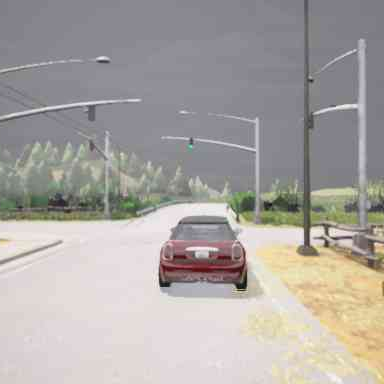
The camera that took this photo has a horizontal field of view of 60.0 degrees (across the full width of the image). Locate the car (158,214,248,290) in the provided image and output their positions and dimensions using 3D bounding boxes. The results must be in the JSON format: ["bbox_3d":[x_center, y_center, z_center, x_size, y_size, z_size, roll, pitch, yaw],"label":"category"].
[{"bbox_3d":[0.392,1.444,9.573,2.097,1.767,4.553,0,-1,4],"label":"car"}]
